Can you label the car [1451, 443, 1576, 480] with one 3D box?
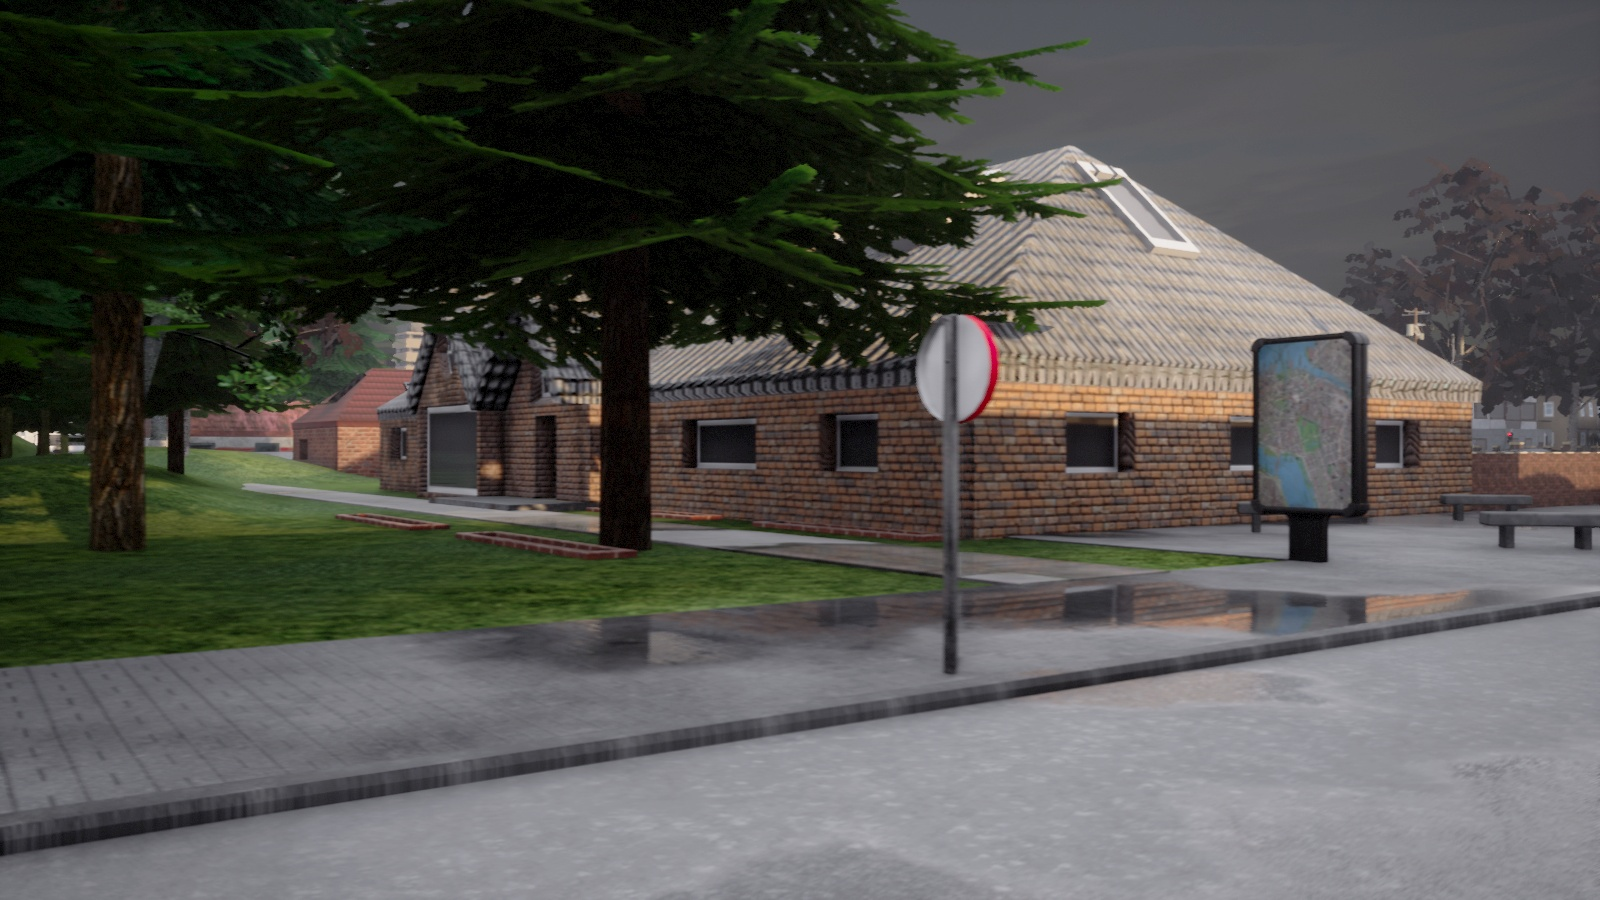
[{"bbox_3d":[33.676,0.519,59.375,2.242,1.667,4.611,0,0,-37],"label":"car"}]
